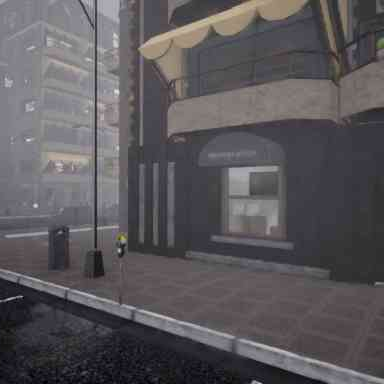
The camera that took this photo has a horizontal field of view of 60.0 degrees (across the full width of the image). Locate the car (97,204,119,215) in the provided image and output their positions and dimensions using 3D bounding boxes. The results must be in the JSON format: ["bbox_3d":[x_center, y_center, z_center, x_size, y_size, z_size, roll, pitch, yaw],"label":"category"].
[{"bbox_3d":[-9.459,2.064,39.919,1.802,1.307,4.206,-1,-1,35],"label":"car"}]

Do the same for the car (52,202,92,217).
[{"bbox_3d":[-12.743,1.821,35.295,1.967,1.590,4.097,-1,-1,35],"label":"car"}]
